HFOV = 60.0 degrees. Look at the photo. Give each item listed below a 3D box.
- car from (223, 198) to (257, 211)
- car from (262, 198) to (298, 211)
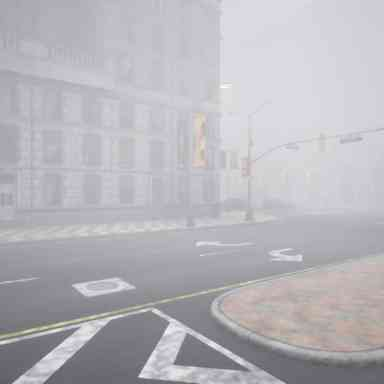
[{"bbox_3d":[5.962,1.503,41.729,1.837,1.490,4.892,0,0,-36],"label":"car"},{"bbox_3d":[10.764,1.525,41.044,1.812,1.442,4.674,0,0,-36],"label":"car"}]
